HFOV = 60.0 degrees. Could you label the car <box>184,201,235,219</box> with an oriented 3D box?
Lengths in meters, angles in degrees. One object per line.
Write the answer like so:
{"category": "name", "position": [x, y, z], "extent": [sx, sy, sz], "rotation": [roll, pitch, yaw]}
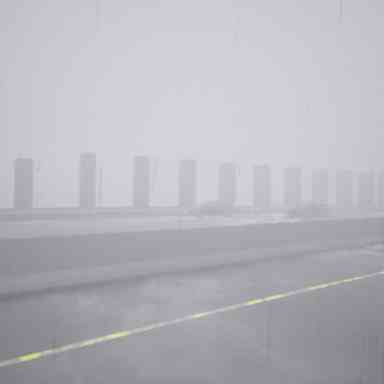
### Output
{"category": "car", "position": [1.608, 1.581, 29.839], "extent": [4.902, 1.511, 2.128], "rotation": [1, 0, -31]}

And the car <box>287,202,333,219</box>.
{"category": "car", "position": [11.170, 1.713, 31.380], "extent": [4.892, 1.490, 1.837], "rotation": [2, -1, -30]}
